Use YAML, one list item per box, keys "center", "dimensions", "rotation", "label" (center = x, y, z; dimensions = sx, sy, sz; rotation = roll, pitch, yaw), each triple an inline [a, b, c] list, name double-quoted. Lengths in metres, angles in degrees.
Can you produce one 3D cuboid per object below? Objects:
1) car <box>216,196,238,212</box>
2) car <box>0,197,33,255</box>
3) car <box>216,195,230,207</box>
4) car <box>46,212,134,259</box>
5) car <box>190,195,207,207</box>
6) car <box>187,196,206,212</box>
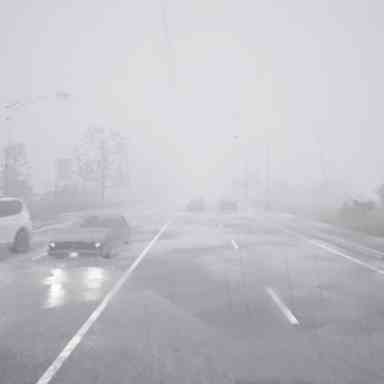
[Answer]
- center: [3.956, 1.330, 36.619]
  dimensions: [1.882, 1.535, 5.008]
  rotation: [0, 0, 2]
  label: "car"
- center: [-7.045, 1.182, 10.209]
  dimensions: [2.150, 2.045, 5.566]
  rotation: [0, 0, 1]
  label: "car"
- center: [4.536, 1.281, 48.615]
  dimensions: [1.882, 1.535, 5.008]
  rotation: [0, 1, 4]
  label: "car"
- center: [-3.515, 1.496, 12.643]
  dimensions: [2.033, 1.411, 5.357]
  rotation: [0, 0, 1]
  label: "car"
- center: [1.007, 1.297, 48.335]
  dimensions: [2.128, 1.511, 4.902]
  rotation: [0, 0, 4]
  label: "car"
- center: [0.472, 1.414, 37.156]
  dimensions: [1.994, 1.385, 4.181]
  rotation: [0, 0, 2]
  label: "car"
